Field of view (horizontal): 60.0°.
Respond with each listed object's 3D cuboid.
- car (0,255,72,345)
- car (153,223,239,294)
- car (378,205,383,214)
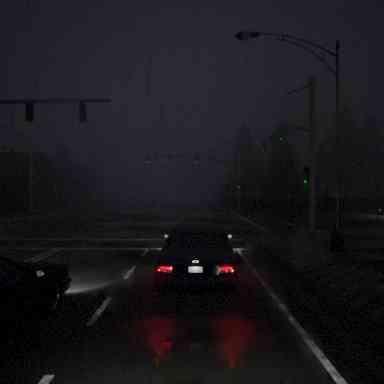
[{"bbox_3d":[-3.427,1.545,4.423,2.033,1.411,5.357,0,0,1],"label":"car"},{"bbox_3d":[0.148,1.542,8.922,2.033,1.411,5.357,0,0,2],"label":"car"},{"bbox_3d":[20.527,1.487,32.012,4.892,1.490,1.837,0,0,0],"label":"car"}]
